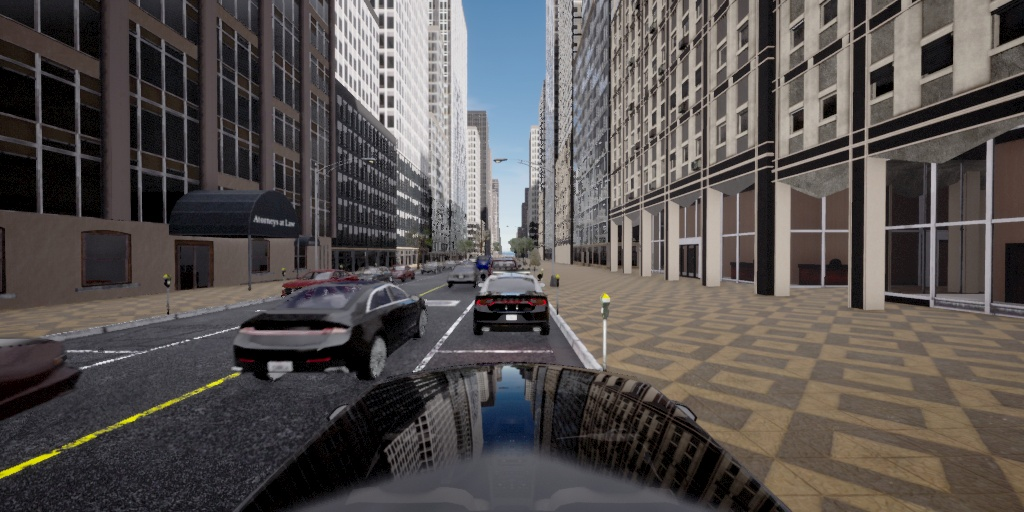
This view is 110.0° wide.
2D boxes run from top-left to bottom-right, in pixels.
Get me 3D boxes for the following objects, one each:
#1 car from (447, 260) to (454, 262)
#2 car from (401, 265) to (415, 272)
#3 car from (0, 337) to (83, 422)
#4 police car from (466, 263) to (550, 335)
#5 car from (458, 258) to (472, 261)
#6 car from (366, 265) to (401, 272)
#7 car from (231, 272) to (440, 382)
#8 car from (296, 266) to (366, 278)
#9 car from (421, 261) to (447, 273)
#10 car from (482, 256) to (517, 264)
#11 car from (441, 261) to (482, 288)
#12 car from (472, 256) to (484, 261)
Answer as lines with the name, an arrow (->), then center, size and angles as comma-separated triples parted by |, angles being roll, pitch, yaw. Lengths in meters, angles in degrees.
car -> -8.837, 1.291, 50.940 | 2.007, 1.370, 4.403 | 0, 0, 0
car -> -8.837, 1.327, 28.206 | 1.802, 1.307, 4.207 | 0, 0, 0
car -> -6.246, 1.297, 1.960 | 2.033, 1.411, 5.357 | 0, 0, 0
police car -> -0.012, 1.173, 10.612 | 1.930, 1.638, 5.238 | 0, 0, 0
car -> -6.149, 1.308, 48.883 | 1.994, 1.385, 4.181 | 0, 0, 0
car -> -8.838, 1.297, 22.523 | 2.007, 1.370, 4.403 | 0, 0, 0
car -> -3.046, 1.240, 7.137 | 2.128, 1.511, 4.902 | 0, 0, 0
car -> -8.837, 1.292, 16.839 | 1.888, 1.381, 4.507 | 0, 0, 0
car -> -8.837, 1.293, 39.574 | 2.007, 1.370, 4.403 | 0, 0, 0
car -> -0.457, 1.061, 22.523 | 2.192, 1.841, 5.009 | 0, 0, 0
car -> -3.045, 1.293, 23.884 | 2.033, 1.411, 5.357 | 0, 0, 0
car -> -3.145, 0.963, 42.686 | 2.150, 2.045, 5.566 | 0, 0, 0
